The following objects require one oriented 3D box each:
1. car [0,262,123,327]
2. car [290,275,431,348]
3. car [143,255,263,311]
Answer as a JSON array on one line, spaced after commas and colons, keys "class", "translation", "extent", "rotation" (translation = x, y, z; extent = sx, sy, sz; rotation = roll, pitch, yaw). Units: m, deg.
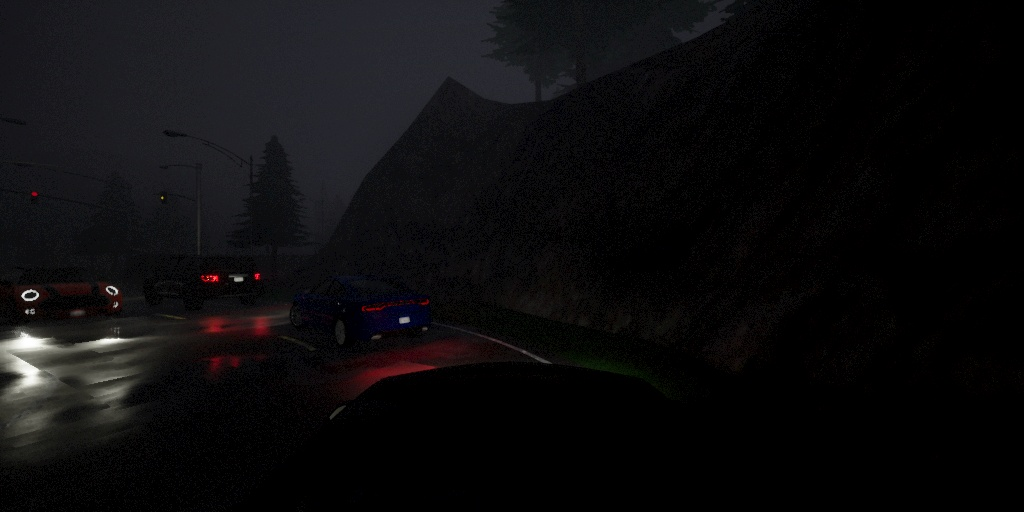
[{"class": "car", "translation": [-14.800, 1.102, 11.629], "extent": [4.553, 1.767, 2.097], "rotation": [0, 0, 28]}, {"class": "car", "translation": [-4.114, 1.228, 9.401], "extent": [5.008, 1.535, 1.882], "rotation": [0, 0, 43]}, {"class": "car", "translation": [-12.624, 0.971, 14.645], "extent": [5.566, 2.045, 2.150], "rotation": [0, 0, 27]}]
